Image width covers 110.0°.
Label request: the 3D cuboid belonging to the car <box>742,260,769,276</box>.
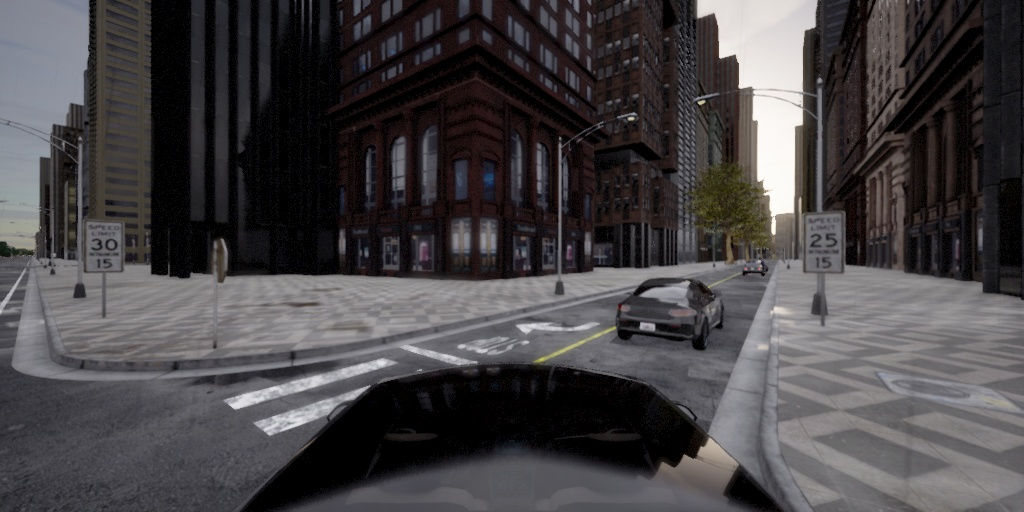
[{"bbox_3d":[24.536,1.274,36.331,2.033,1.411,5.357,0,0,37],"label":"car"}]

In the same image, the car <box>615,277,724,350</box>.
[{"bbox_3d":[4.126,1.269,9.120,1.812,1.442,4.674,0,0,37],"label":"car"}]
